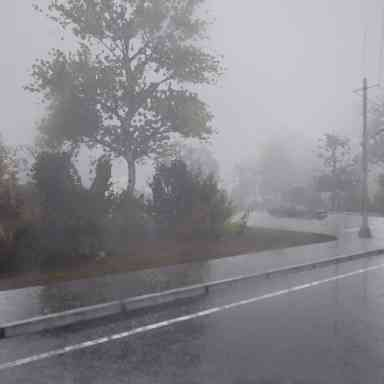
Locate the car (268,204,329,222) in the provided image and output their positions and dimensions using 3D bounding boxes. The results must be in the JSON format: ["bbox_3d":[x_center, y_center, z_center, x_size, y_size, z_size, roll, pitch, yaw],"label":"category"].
[{"bbox_3d":[8.776,1.698,27.605,1.895,1.301,4.718,0,-1,-39],"label":"car"}]
